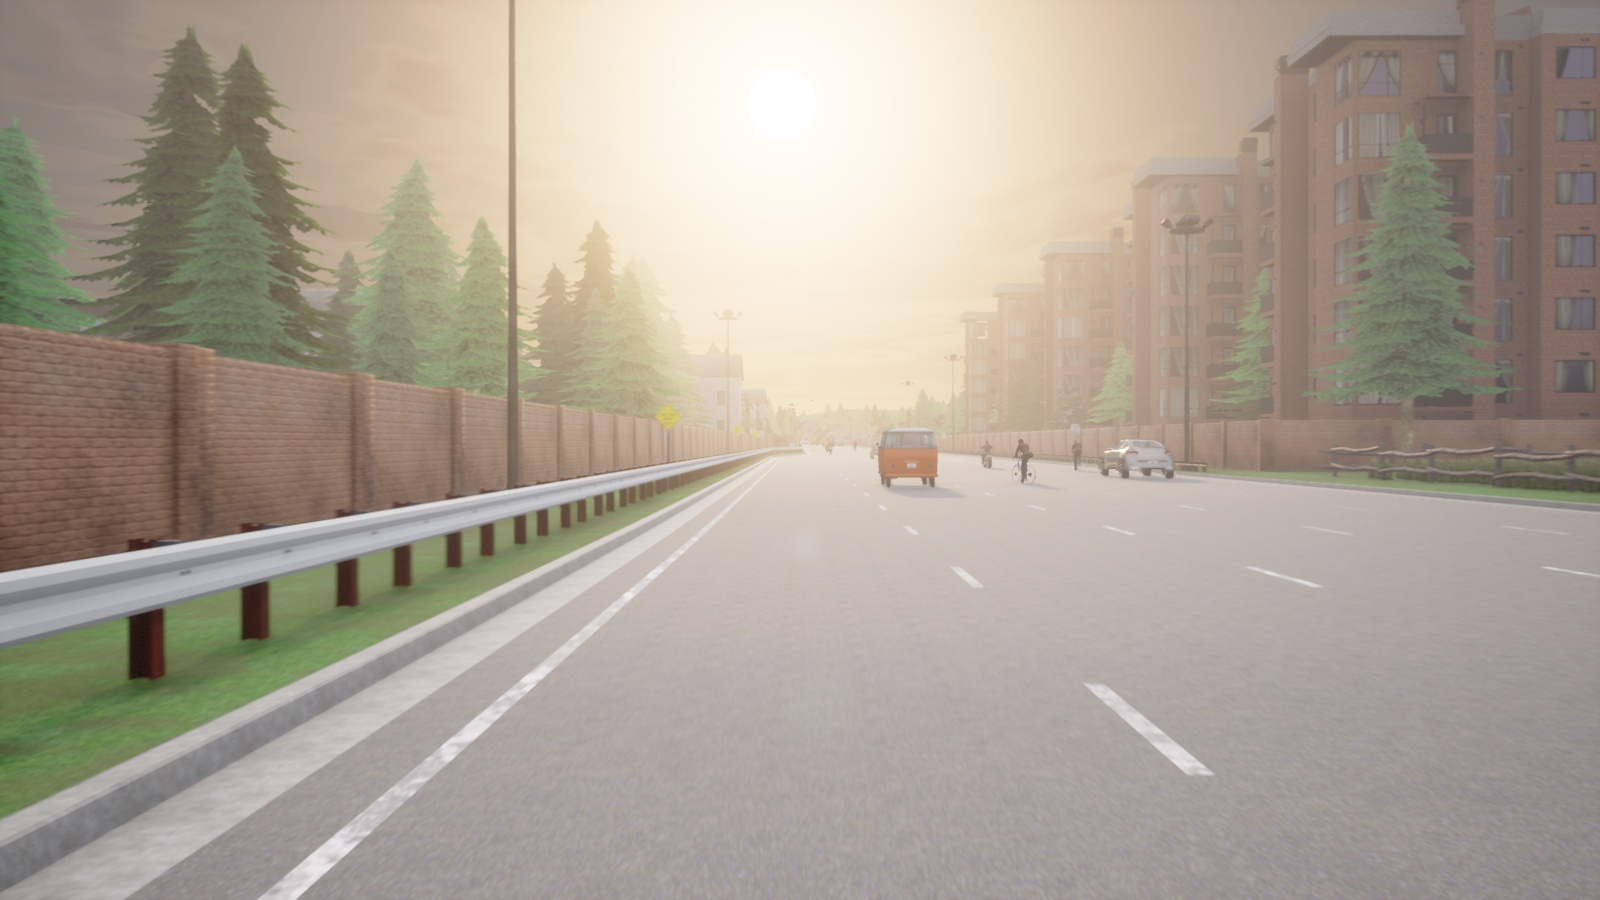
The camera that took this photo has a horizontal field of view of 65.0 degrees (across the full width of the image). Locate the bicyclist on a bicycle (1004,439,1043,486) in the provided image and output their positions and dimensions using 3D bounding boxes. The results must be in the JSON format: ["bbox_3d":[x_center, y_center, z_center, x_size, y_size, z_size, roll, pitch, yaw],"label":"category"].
[{"bbox_3d":[7.928,0.433,44.625,0.582,1.620,1.656,1,-1,-20],"label":"bicyclist on a bicycle"}]

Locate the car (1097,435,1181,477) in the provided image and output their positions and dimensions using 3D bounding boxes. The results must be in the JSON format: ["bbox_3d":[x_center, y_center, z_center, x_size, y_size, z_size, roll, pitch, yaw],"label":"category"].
[{"bbox_3d":[14.129,0.215,52.650,2.152,1.651,5.027,0,0,0],"label":"car"}]

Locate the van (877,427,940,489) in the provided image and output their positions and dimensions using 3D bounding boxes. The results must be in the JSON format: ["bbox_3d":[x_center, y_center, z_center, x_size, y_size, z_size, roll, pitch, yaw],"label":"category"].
[{"bbox_3d":[3.631,0.241,42.744,1.775,1.987,4.442,0,0,0],"label":"van"}]
